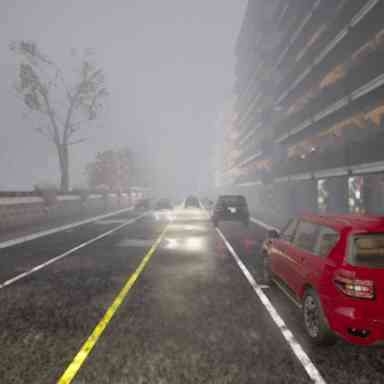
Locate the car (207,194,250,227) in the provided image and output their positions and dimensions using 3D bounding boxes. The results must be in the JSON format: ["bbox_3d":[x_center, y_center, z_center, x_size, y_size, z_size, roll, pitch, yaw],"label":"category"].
[{"bbox_3d":[2.384,1.156,21.972,2.150,2.045,5.566,0,0,0],"label":"car"}]

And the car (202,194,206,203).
[{"bbox_3d":[2.663,1.399,62.534,1.802,1.307,4.206,0,0,0],"label":"car"}]

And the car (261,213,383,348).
[{"bbox_3d":[2.689,1.293,6.232,2.192,1.841,5.009,0,0,0],"label":"car"}]

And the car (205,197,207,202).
[{"bbox_3d":[2.676,1.440,34.385,2.008,1.369,4.403,0,0,0],"label":"car"}]

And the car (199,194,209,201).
[{"bbox_3d":[2.657,1.238,73.795,1.967,1.590,4.097,0,0,0],"label":"car"}]

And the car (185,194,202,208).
[{"bbox_3d":[0.017,1.332,45.354,1.882,1.535,5.008,0,0,0],"label":"car"}]

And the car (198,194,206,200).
[{"bbox_3d":[2.649,1.336,90.687,1.947,1.339,4.313,0,0,0],"label":"car"}]

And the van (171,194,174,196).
[{"bbox_3d":[-5.726,1.129,79.422,1.690,1.788,3.998,0,0,0],"label":"van"}]

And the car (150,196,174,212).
[{"bbox_3d":[-3.106,1.444,36.936,1.994,1.385,4.181,0,0,0],"label":"car"}]

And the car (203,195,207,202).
[{"bbox_3d":[2.674,1.416,40.015,1.887,1.381,4.507,0,0,0],"label":"car"}]

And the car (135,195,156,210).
[{"bbox_3d":[-5.707,1.436,40.012,1.947,1.339,4.313,0,0,0],"label":"car"}]

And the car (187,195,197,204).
[{"bbox_3d":[-0.026,1.296,61.741,1.882,1.535,5.008,0,0,0],"label":"car"}]

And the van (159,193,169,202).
[{"bbox_3d":[-5.720,1.148,68.160,1.690,1.788,3.998,0,0,0],"label":"van"}]

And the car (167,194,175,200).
[{"bbox_3d":[-5.731,1.335,90.683,1.947,1.339,4.313,0,0,0],"label":"car"}]

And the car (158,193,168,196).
[{"bbox_3d":[-5.714,1.266,56.899,1.967,1.590,4.097,0,0,0],"label":"car"}]

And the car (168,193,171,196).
[{"bbox_3d":[-5.718,1.131,62.530,2.192,1.841,5.009,0,0,0],"label":"car"}]

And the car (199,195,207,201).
[{"bbox_3d":[2.655,1.370,79.426,1.802,1.307,4.206,0,0,0],"label":"car"}]

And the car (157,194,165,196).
[{"bbox_3d":[-5.712,1.382,51.271,1.887,1.381,4.507,0,0,0],"label":"car"}]
